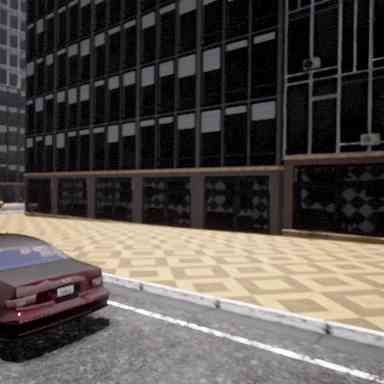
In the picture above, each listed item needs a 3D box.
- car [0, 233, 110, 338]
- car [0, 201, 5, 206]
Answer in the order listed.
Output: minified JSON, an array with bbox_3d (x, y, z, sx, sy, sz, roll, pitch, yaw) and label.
[{"bbox_3d":[-3.958,1.536,6.486,5.357,1.411,2.033,0,0,35],"label":"car"},{"bbox_3d":[-29.183,1.557,46.983,1.752,1.417,4.829,1,0,36],"label":"car"}]
